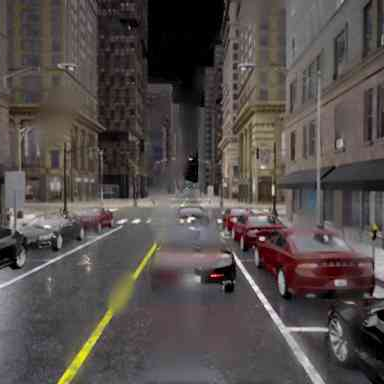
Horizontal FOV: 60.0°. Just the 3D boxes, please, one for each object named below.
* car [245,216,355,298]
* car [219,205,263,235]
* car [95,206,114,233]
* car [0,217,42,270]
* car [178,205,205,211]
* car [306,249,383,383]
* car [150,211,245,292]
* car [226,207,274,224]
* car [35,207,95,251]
[{"bbox_3d":[2.737,1.536,8.357,1.887,1.381,4.507,-1,0,0],"label":"car"},{"bbox_3d":[2.715,1.526,19.367,1.887,1.381,4.507,-1,0,0],"label":"car"},{"bbox_3d":[-5.810,1.526,19.351,1.887,1.381,4.507,-1,0,0],"label":"car"},{"bbox_3d":[-5.788,1.558,8.340,1.947,1.339,4.313,-1,0,0],"label":"car"},{"bbox_3d":[-0.034,1.488,17.985,1.837,1.490,4.892,0,0,0],"label":"car"},{"bbox_3d":[2.748,1.563,2.852,1.947,1.339,4.313,-1,0,0],"label":"car"},{"bbox_3d":[0.036,1.483,8.881,2.128,1.511,4.902,0,0,0],"label":"car"},{"bbox_3d":[2.726,1.531,13.862,1.887,1.381,4.507,-1,0,0],"label":"car"},{"bbox_3d":[-5.799,1.537,13.845,2.008,1.369,4.403,-1,0,0],"label":"car"}]
